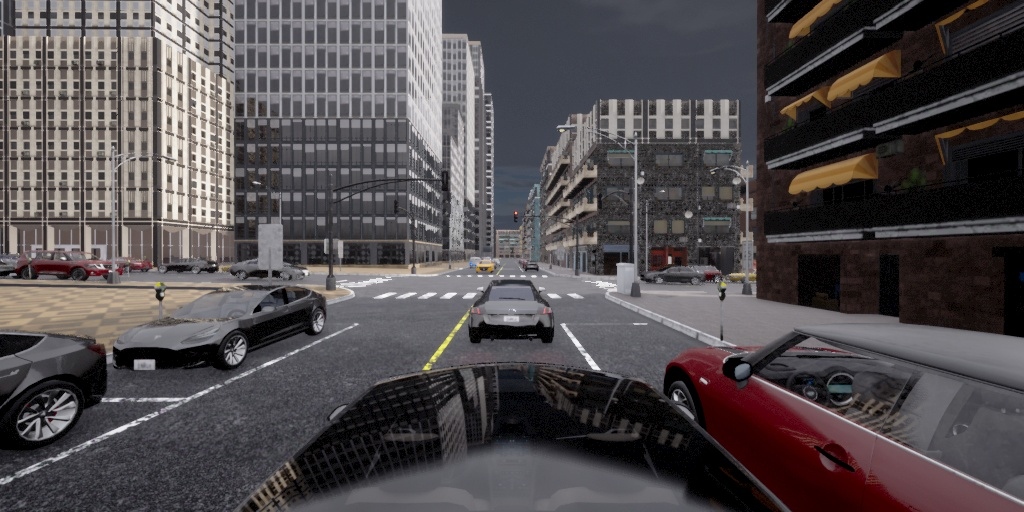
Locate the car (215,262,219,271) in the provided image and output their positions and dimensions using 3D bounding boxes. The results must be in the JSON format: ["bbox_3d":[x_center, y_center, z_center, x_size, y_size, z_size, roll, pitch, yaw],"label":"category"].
[{"bbox_3d":[-22.131,0.880,30.788,4.829,1.417,1.751,0,0,-1],"label":"car"}]

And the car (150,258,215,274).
[{"bbox_3d":[-27.575,0.815,30.622,4.313,1.339,1.948,0,0,-1],"label":"car"}]

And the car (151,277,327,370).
[{"bbox_3d":[-5.705,1.315,7.740,1.948,1.339,4.313,0,0,0],"label":"car"}]

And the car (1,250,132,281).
[{"bbox_3d":[-27.446,0.591,22.241,5.009,1.841,2.192,0,0,-1],"label":"car"}]

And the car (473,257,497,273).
[{"bbox_3d":[-3.225,1.230,43.397,1.882,1.535,5.008,0,0,0],"label":"car"}]

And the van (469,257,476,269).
[{"bbox_3d":[-5.859,1.097,57.351,1.690,1.789,3.998,0,0,0],"label":"van"}]

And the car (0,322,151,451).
[{"bbox_3d":[-5.689,1.316,2.494,1.948,1.339,4.313,0,0,0],"label":"car"}]

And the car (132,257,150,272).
[{"bbox_3d":[-33.194,0.727,30.541,4.207,1.307,1.802,0,0,-1],"label":"car"}]

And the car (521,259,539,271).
[{"bbox_3d":[2.553,1.319,47.411,1.948,1.339,4.313,0,0,0],"label":"car"}]

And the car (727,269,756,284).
[{"bbox_3d":[21.277,1.698,31.325,4.829,1.417,1.751,0,0,-1],"label":"car"}]

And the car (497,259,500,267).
[{"bbox_3d":[-3.253,1.247,54.221,2.128,1.511,4.902,0,0,0],"label":"car"}]

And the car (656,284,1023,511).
[{"bbox_3d":[2.692,1.190,2.521,1.967,1.591,4.097,0,0,0],"label":"car"}]

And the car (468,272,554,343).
[{"bbox_3d":[-0.020,1.314,9.675,1.994,1.385,4.181,0,0,0],"label":"car"}]

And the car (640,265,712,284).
[{"bbox_3d":[12.776,1.521,28.597,4.892,1.490,1.837,1,0,-1],"label":"car"}]

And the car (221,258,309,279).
[{"bbox_3d":[-16.797,0.957,24.990,4.902,1.511,2.128,1,0,-1],"label":"car"}]

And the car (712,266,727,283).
[{"bbox_3d":[15.925,1.508,31.248,4.097,1.591,1.967,0,0,-1],"label":"car"}]

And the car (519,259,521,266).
[{"bbox_3d":[2.522,1.301,57.378,1.888,1.381,4.507,0,0,0],"label":"car"}]
